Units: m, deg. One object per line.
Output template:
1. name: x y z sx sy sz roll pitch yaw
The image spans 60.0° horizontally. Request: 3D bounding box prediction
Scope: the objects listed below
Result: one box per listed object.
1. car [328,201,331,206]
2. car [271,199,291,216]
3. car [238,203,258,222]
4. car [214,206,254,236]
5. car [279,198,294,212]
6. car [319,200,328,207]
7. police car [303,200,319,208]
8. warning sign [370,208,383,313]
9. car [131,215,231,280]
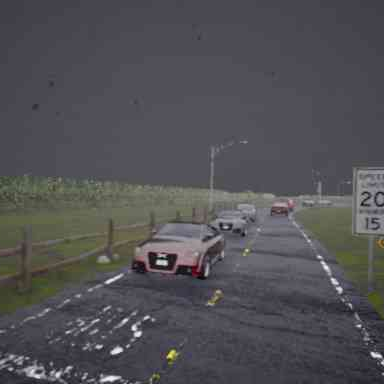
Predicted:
1. car: 34.197 2.867 85.052 1.882 1.535 5.008 1 0 37
2. car: 10.347 2.000 39.236 1.882 1.535 5.008 2 0 17
3. car: 4.782 1.809 29.667 1.837 1.490 4.892 2 0 14
4. car: 2.319 1.740 19.753 1.994 1.385 4.181 2 0 15
5. car: 14.011 1.908 50.054 2.150 2.045 5.566 2 0 21
6. car: 30.728 2.784 80.269 1.837 1.490 4.892 1 0 35
7. police car: 25.451 2.531 72.089 1.930 1.638 5.238 1 0 31
8. warning sign: 4.242 1.271 6.311 1.300 1.860 1.060 2 0 16
9. car: -0.217 1.611 10.247 1.994 1.385 4.181 2 0 16
